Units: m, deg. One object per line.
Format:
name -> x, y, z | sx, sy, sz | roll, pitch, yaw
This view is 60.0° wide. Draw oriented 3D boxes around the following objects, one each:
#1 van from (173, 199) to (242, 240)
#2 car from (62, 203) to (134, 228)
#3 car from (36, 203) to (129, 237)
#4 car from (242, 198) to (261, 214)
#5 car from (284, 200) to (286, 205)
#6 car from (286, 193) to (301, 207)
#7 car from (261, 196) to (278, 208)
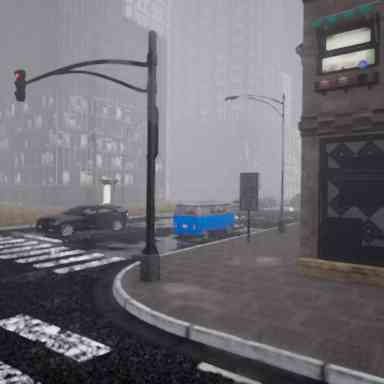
van -> 0.746, 1.364, 17.083 | 1.690, 1.788, 3.998 | 1, 1, 35
car -> -6.085, 1.460, 21.943 | 1.947, 1.339, 4.313 | 1, 1, 35
car -> -5.813, 1.415, 18.084 | 1.882, 1.535, 5.008 | 1, 1, 38
car -> 4.660, 1.432, 32.574 | 1.812, 1.442, 4.674 | 1, 1, 35
car -> 16.264, 1.357, 53.363 | 1.752, 1.417, 4.829 | 1, 1, 35
car -> 16.110, 1.179, 48.500 | 2.150, 2.045, 5.566 | 1, 1, 35
car -> 9.949, 1.286, 44.483 | 1.967, 1.590, 4.097 | 1, 1, 35
